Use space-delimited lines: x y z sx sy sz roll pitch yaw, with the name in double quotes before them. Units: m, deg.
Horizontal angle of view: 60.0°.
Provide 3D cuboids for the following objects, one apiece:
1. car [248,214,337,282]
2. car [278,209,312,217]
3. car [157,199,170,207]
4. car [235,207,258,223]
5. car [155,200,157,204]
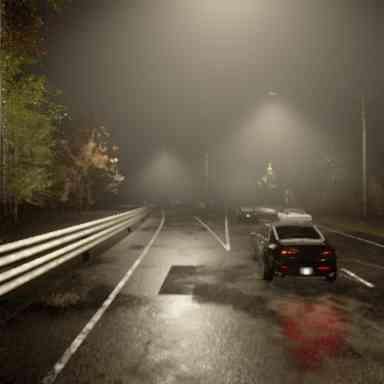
"car" 2.948 1.668 10.338 1.837 1.490 4.892 0 -1 5
"car" 8.138 2.003 26.823 1.895 1.301 4.718 0 -1 6
"car" -6.645 2.678 81.331 2.150 2.045 5.566 0 -1 -10
"car" 4.972 2.039 30.404 1.994 1.385 4.181 0 -1 6
"car" -8.404 3.120 91.414 1.882 1.535 5.008 0 -1 -11
